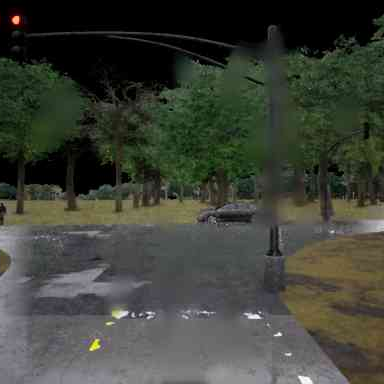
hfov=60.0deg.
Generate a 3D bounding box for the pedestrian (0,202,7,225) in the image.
[{"bbox_3d":[-15.235,1.718,26.785,0.375,1.860,0.375,0,-1,0],"label":"pedestrian"}]

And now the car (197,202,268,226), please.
[{"bbox_3d":[2.769,1.504,22.957,4.892,1.490,1.837,-1,-2,0],"label":"car"}]
